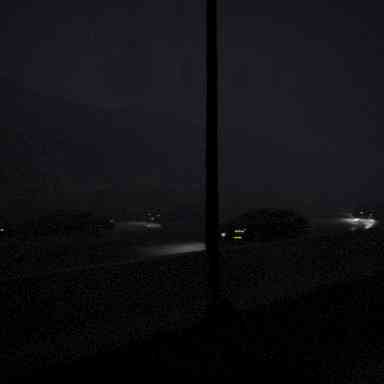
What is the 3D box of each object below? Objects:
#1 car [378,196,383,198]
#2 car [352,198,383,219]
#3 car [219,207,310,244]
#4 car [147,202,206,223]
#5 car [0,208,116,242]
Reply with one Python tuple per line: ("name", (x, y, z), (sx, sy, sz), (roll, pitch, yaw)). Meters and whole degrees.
("car", (18.909, 1.340, 34.495), (5.008, 1.535, 1.882), (0, 0, -34))
("car", (15.119, 1.454, 27.584), (4.181, 1.385, 1.994), (0, 0, -35))
("car", (3.246, 1.461, 14.886), (4.892, 1.490, 1.837), (-1, 0, -35))
("car", (-0.630, 1.494, 25.016), (5.357, 1.411, 2.033), (0, 0, -35))
("car", (-6.576, 1.532, 16.493), (5.357, 1.411, 2.033), (0, 0, -35))
